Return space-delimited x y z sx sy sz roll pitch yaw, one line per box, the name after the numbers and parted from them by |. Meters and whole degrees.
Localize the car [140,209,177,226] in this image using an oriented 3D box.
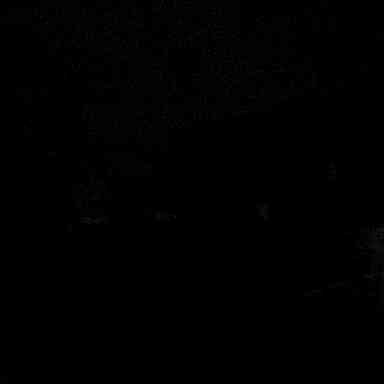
-3.402 2.499 33.223 2.097 1.767 4.553 0 -5 -36 | car

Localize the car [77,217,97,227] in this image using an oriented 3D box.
-15.893 4.568 50.323 1.812 1.442 4.674 0 -5 -36 | car
